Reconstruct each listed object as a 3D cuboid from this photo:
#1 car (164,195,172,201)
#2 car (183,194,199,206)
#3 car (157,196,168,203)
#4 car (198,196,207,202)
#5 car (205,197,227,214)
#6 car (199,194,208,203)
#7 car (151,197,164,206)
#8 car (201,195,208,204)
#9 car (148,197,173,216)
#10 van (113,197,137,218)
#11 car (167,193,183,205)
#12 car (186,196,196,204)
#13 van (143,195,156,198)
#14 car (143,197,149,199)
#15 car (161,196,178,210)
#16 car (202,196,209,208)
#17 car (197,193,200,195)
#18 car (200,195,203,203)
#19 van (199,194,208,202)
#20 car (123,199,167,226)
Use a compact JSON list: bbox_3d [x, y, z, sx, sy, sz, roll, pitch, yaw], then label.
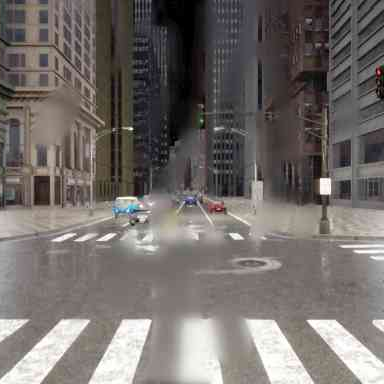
[{"bbox_3d":[-6.070,1.572,84.982,1.752,1.417,4.829,0,0,0],"label":"car"},{"bbox_3d":[-0.187,1.501,54.725,1.882,1.535,5.008,0,0,0],"label":"car"},{"bbox_3d":[-6.011,1.584,68.577,2.008,1.369,4.403,0,0,0],"label":"car"},{"bbox_3d":[2.487,1.593,79.644,2.008,1.369,4.403,0,0,0],"label":"car"},{"bbox_3d":[2.662,1.554,35.441,1.887,1.381,4.507,0,0,0],"label":"car"},{"bbox_3d":[2.553,1.574,63.068,1.887,1.381,4.507,0,0,0],"label":"car"},{"bbox_3d":[-5.972,1.607,57.527,1.802,1.307,4.206,0,0,0],"label":"car"},{"bbox_3d":[2.618,1.561,46.492,1.887,1.381,4.507,0,0,0],"label":"car"},{"bbox_3d":[-3.204,1.533,33.394,1.812,1.442,4.674,0,0,0],"label":"car"},{"bbox_3d":[-5.874,1.347,29.902,1.690,1.788,3.998,0,0,0],"label":"van"},{"bbox_3d":[-3.202,1.419,58.914,2.097,1.767,4.553,0,0,0],"label":"car"},{"bbox_3d":[-0.225,1.595,65.145,1.994,1.385,4.181,0,0,0],"label":"car"},{"bbox_3d":[-5.934,1.358,46.477,1.690,1.788,3.998,0,0,0],"label":"van"},{"bbox_3d":[-5.893,1.554,35.427,1.887,1.381,4.507,0,0,0],"label":"car"},{"bbox_3d":[-3.233,1.578,43.389,1.994,1.385,4.181,0,0,0],"label":"car"},{"bbox_3d":[2.640,1.557,40.966,1.887,1.381,4.507,0,0,0],"label":"car"},{"bbox_3d":[2.530,1.349,68.593,2.192,1.841,5.009,0,0,0],"label":"car"},{"bbox_3d":[2.595,1.546,52.187,1.752,1.417,4.829,0,0,0],"label":"car"},{"bbox_3d":[2.508,1.379,74.119,1.690,1.788,3.998,0,0,0],"label":"van"},{"bbox_3d":[-3.151,1.495,23.322,2.128,1.511,4.902,0,0,-1],"label":"car"}]
